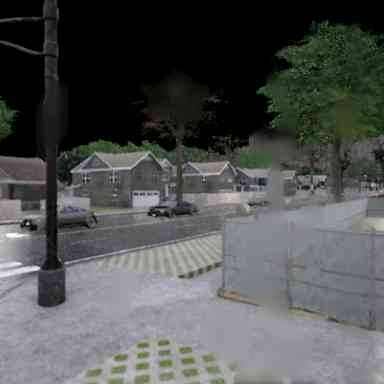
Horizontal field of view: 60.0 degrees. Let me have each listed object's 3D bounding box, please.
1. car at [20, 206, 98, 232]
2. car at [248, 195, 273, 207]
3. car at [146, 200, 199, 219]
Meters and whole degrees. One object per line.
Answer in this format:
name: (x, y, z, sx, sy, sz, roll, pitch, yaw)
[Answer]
car: (-7.513, 1.487, 19.122, 1.994, 1.385, 4.181, 0, 0, 34)
car: (8.945, 1.172, 43.332, 1.837, 1.490, 4.892, 0, 0, 35)
car: (-1.464, 1.413, 28.050, 2.033, 1.411, 5.357, 0, 0, 34)
